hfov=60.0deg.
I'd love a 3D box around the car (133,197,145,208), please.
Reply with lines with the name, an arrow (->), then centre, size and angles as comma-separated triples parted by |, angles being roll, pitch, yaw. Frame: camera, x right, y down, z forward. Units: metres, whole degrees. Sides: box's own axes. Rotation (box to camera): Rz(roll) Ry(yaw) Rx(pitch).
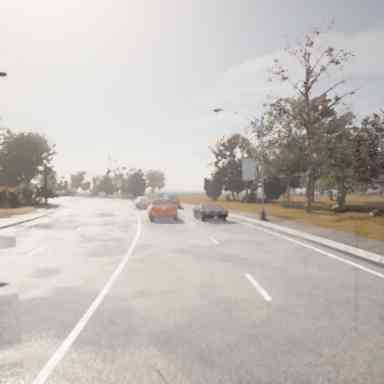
car -> -6.606, 1.329, 43.671 | 1.812, 1.442, 4.674 | 0, 0, -17

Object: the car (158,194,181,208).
car -> -3.045, 1.154, 43.961 | 2.097, 1.767, 4.553 | 0, 0, -16

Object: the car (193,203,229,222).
car -> 1.291, 1.481, 25.495 | 1.895, 1.301, 4.718 | 0, 0, -10

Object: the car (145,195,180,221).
car -> -2.380, 1.231, 26.183 | 2.097, 1.767, 4.553 | 0, 0, -10
